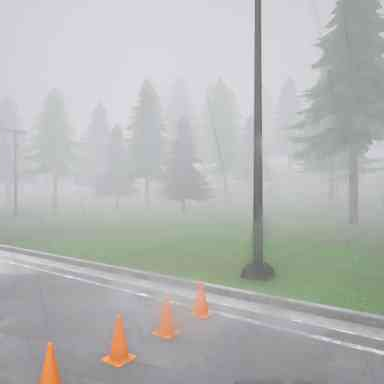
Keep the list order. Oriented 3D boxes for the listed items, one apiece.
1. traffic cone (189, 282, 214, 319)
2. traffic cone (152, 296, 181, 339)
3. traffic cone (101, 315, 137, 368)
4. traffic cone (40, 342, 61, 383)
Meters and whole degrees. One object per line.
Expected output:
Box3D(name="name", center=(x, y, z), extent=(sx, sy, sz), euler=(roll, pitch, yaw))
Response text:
Box3D(name="traffic cone", center=(0.174, 1.955, 6.105), extent=(0.340, 0.580, 0.340), euler=(0, 0, 35))
Box3D(name="traffic cone", center=(-0.403, 1.955, 5.288), extent=(0.340, 0.580, 0.340), euler=(0, 0, 35))
Box3D(name="traffic cone", center=(-0.980, 1.955, 4.472), extent=(0.340, 0.580, 0.340), euler=(0, 0, 35))
Box3D(name="traffic cone", center=(-1.557, 1.955, 3.655), extent=(0.340, 0.580, 0.340), euler=(0, 0, 35))
